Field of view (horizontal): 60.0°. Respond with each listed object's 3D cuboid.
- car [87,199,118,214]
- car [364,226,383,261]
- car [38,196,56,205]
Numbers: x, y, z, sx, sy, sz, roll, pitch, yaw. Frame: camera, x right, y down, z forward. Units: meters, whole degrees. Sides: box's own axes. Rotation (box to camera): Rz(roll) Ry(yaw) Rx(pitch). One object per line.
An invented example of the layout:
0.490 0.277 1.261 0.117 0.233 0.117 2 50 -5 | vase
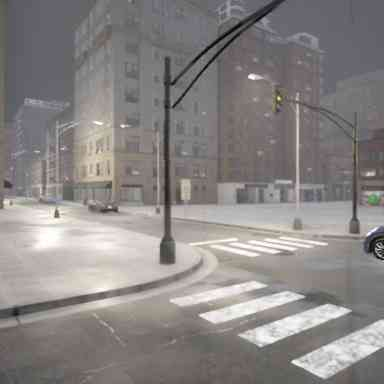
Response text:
-9.045 1.409 33.548 1.994 1.385 4.181 0 0 -36 | car
7.753 1.339 10.049 2.097 1.767 4.553 0 0 -36 | car
-23.415 1.282 53.651 2.033 1.411 5.357 0 0 -36 | car
